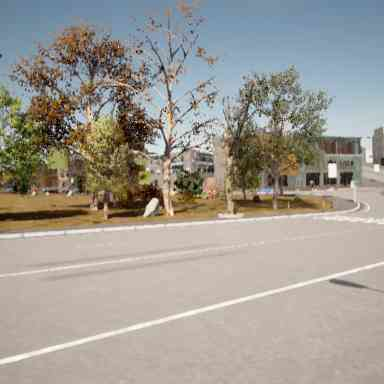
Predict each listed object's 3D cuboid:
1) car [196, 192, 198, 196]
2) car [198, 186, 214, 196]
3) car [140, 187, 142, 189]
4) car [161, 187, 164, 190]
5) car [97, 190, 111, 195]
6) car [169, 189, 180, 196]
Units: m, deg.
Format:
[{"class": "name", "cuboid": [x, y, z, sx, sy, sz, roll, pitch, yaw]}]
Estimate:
[{"class": "car", "cuboid": [1.196, -0.164, 67.783, 2.435, 2.045, 5.566, -2, 2, 16]}, {"class": "car", "cuboid": [3.584, -0.202, 65.964, 2.435, 2.045, 5.566, -1, 2, 16]}, {"class": "car", "cuboid": [-13.040, -0.061, 78.485, 2.435, 2.045, 5.566, 0, 2, 18]}, {"class": "car", "cuboid": [-5.948, -0.068, 73.119, 2.435, 2.045, 5.566, -2, 2, 17]}, {"class": "car", "cuboid": [-22.426, 0.070, 85.705, 1.946, 1.575, 5.366, 0, 3, 19]}, {"class": "car", "cuboid": [-3.611, 0.165, 71.125, 1.946, 1.575, 5.366, -1, 2, 17]}]
